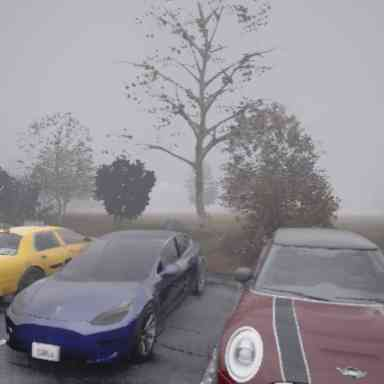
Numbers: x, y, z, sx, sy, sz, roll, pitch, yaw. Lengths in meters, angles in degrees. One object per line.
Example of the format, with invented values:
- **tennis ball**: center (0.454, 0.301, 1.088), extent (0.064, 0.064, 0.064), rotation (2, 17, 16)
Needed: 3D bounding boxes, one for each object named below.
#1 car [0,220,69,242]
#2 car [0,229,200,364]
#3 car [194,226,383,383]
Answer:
- **car**: center (-3.799, 1.495, 8.431), extent (1.946, 1.575, 5.366), rotation (0, -1, 16)
- **car**: center (-1.086, 1.520, 6.250), extent (2.163, 1.488, 4.792), rotation (1, -1, 16)
- **car**: center (1.689, 1.362, 4.338), extent (2.185, 1.767, 4.553), rotation (0, -1, 16)
